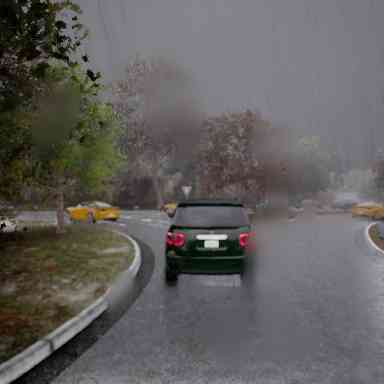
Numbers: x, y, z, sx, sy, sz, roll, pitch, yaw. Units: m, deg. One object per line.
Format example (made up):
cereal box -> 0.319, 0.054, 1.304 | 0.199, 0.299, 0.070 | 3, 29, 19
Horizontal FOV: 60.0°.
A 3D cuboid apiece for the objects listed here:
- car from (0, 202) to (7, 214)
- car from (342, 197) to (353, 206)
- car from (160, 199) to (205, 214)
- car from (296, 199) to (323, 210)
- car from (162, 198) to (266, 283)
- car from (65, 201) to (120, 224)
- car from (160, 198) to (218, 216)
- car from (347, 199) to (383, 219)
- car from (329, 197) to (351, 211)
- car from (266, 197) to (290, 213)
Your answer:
car -> -19.569, 1.433, 31.239 | 4.181, 1.385, 1.994 | 0, 0, 4
car -> 28.249, 1.691, 60.584 | 1.812, 1.442, 4.674 | 0, 0, 24
car -> -0.979, 1.452, 34.043 | 4.181, 1.385, 1.994 | 0, 0, -29
car -> 15.663, 1.676, 44.414 | 4.181, 1.385, 1.994 | 1, 0, -39
car -> 0.440, 1.176, 9.720 | 2.150, 2.045, 5.566 | 0, 0, 0
car -> -7.264, 1.374, 23.959 | 5.008, 1.535, 1.882 | 1, 0, 41
car -> -0.256, 1.373, 31.028 | 5.008, 1.535, 1.882 | 0, 0, -26
car -> 16.518, 1.660, 30.664 | 5.008, 1.535, 1.882 | 2, -1, -43
car -> 20.087, 1.695, 43.841 | 5.357, 1.411, 2.033 | 1, 0, -43
car -> 8.379, 1.333, 35.710 | 4.553, 1.767, 2.097 | 1, 0, -31
